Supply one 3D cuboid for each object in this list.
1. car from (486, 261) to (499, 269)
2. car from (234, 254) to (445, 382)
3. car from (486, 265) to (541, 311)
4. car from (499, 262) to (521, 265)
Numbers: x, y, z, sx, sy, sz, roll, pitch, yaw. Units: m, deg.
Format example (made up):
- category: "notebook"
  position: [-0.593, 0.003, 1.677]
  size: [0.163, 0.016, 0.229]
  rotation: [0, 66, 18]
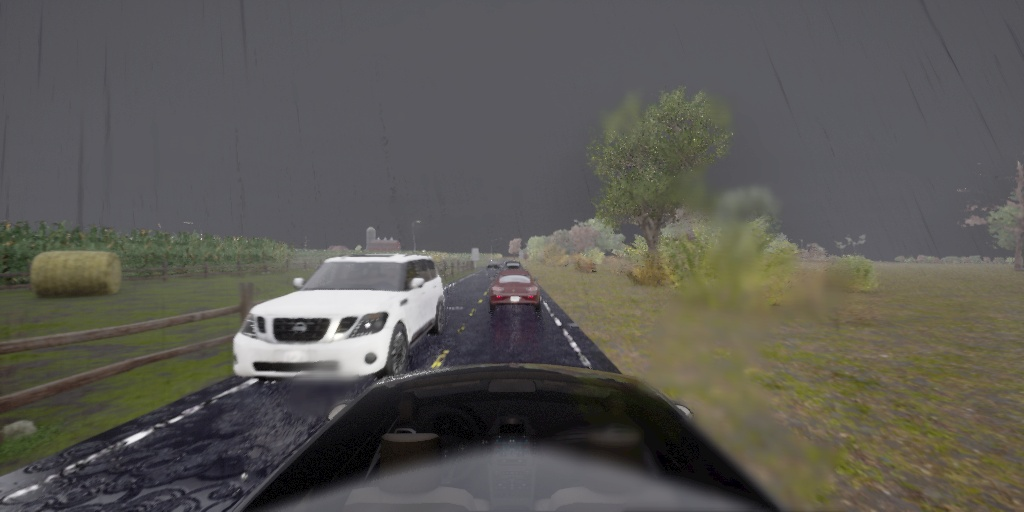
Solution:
- category: "car"
  position: [-2.762, 1.355, 52.609]
  size: [1.895, 1.301, 4.718]
  rotation: [0, 0, 0]
- category: "car"
  position: [-2.853, 0.963, 7.476]
  size: [2.150, 2.045, 5.566]
  rotation: [0, 0, 0]
- category: "car"
  position: [0.097, 1.261, 14.158]
  size: [1.812, 1.442, 4.674]
  rotation: [0, 0, 0]
- category: "car"
  position: [0.094, 1.229, 31.411]
  size: [1.837, 1.490, 4.892]
  rotation: [0, 0, 0]
